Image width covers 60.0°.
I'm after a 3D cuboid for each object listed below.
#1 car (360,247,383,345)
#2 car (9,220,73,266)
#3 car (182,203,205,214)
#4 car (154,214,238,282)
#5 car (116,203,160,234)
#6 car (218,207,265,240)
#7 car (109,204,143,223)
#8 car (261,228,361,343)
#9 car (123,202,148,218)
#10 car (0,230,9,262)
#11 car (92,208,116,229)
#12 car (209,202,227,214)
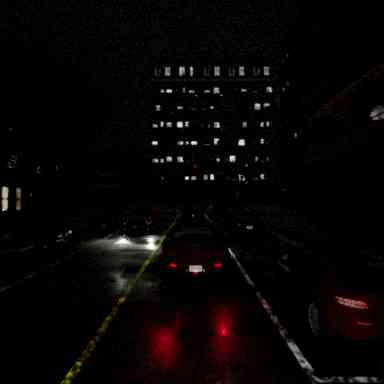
[{"bbox_3d":[2.706,1.322,0.641,2.192,1.841,5.009,1,0,0],"label":"car"},{"bbox_3d":[-5.642,1.688,11.955,1.802,1.307,4.206,1,0,0],"label":"car"},{"bbox_3d":[0.103,1.757,29.947,2.128,1.511,4.902,0,-1,0],"label":"car"},{"bbox_3d":[0.093,1.613,9.939,1.812,1.442,4.674,0,0,0],"label":"car"},{"bbox_3d":[-3.093,1.661,20.746,1.882,1.535,5.008,0,-1,0],"label":"car"},{"bbox_3d":[2.707,1.722,17.697,1.947,1.339,4.313,1,-1,0],"label":"car"},{"bbox_3d":[-5.637,1.808,29.015,2.008,1.369,4.403,1,-1,0],"label":"car"},{"bbox_3d":[2.703,1.638,6.325,1.802,1.307,4.206,1,0,0],"label":"car"},{"bbox_3d":[-5.805,1.832,34.532,1.752,1.417,4.829,1,-1,0],"label":"car"},{"bbox_3d":[-5.641,1.496,6.270,1.967,1.590,4.097,1,0,0],"label":"car"},{"bbox_3d":[-5.638,1.772,23.327,1.947,1.339,4.313,1,-1,0],"label":"car"},{"bbox_3d":[2.761,1.749,34.755,1.967,1.590,4.097,1,-1,0],"label":"car"}]
